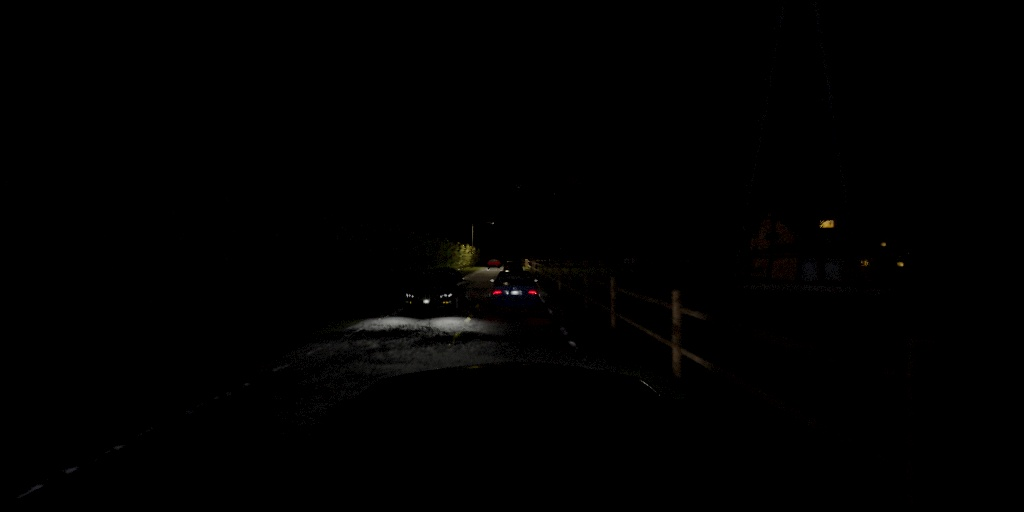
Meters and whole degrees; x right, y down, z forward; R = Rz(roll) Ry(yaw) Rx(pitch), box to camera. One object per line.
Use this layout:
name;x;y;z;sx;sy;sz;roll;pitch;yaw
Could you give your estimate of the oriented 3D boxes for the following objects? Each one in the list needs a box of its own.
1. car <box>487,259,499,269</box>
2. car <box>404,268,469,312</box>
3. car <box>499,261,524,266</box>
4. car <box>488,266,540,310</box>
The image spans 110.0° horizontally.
car;-2.813;1.256;55.531;1.882;1.535;5.008;0;0;0
car;-2.847;1.256;14.347;1.837;1.490;4.892;0;0;0
car;0.100;1.253;35.187;2.128;1.511;4.902;0;0;0
car;0.093;1.299;14.719;2.033;1.411;5.357;0;0;0
